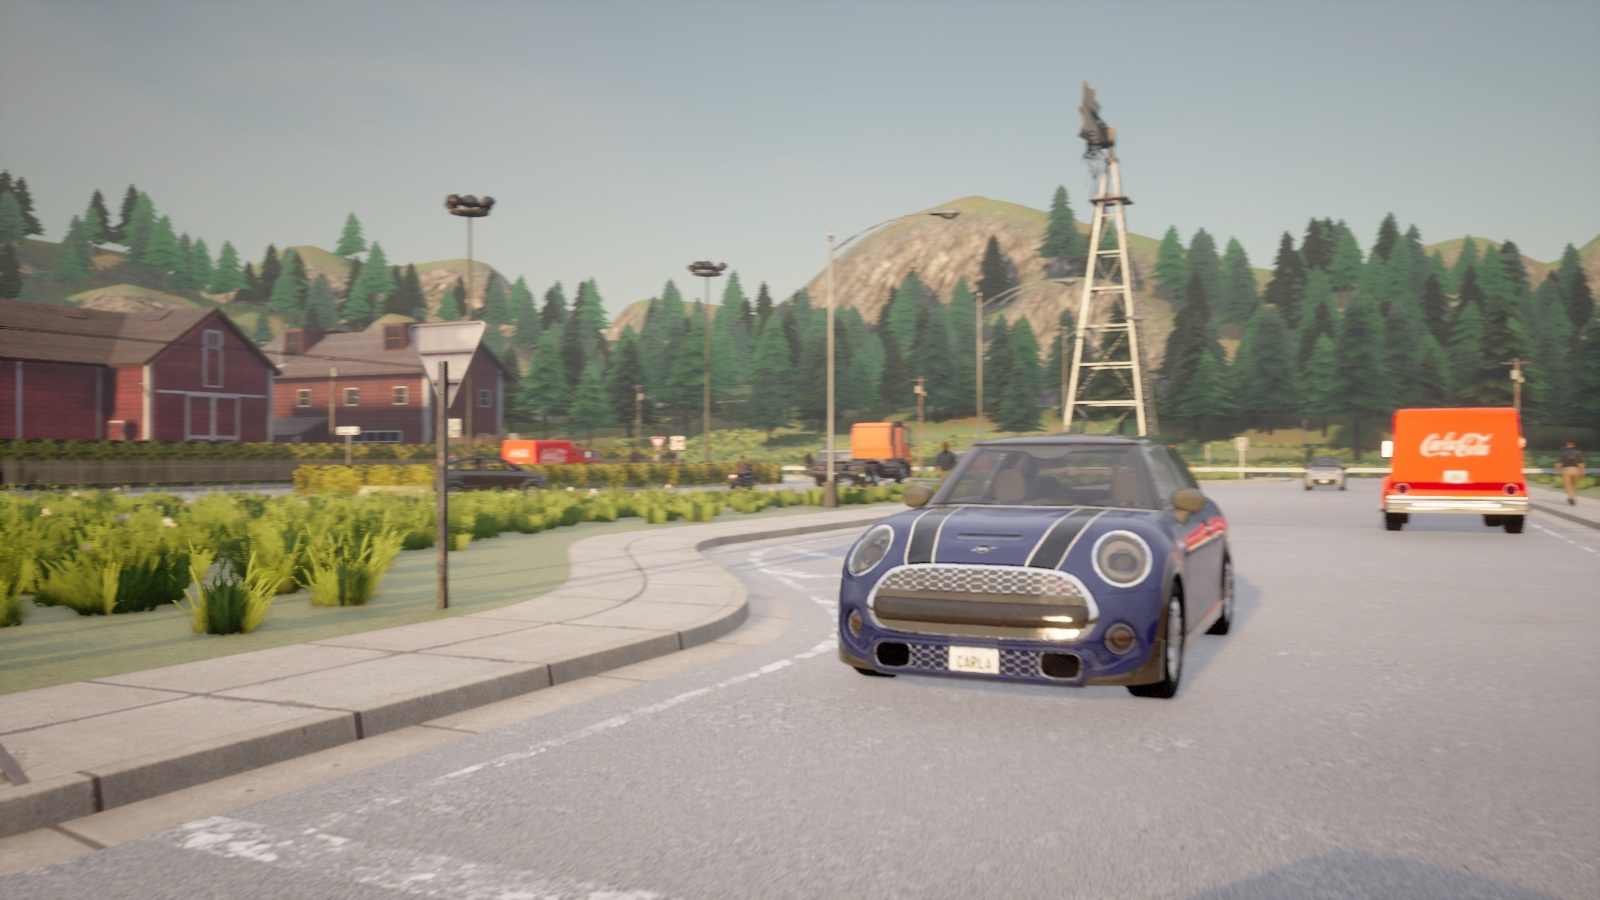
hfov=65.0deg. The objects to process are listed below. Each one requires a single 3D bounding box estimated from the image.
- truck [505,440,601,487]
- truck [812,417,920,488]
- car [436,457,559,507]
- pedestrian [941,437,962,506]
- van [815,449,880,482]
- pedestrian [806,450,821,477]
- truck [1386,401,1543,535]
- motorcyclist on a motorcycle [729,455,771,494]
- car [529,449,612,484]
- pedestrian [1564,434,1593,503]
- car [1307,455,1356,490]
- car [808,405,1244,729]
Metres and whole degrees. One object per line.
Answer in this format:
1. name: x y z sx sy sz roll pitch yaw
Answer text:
1. truck: -13.650 0.745 69.684 2.627 2.467 5.204 0 0 26
2. truck: 3.583 0.143 65.733 2.891 3.462 7.936 0 0 25
3. car: -10.059 1.027 41.728 3.705 1.549 1.789 0 0 -23
4. pedestrian: 4.077 0.586 33.813 0.370 1.835 0.726 0 0 24
5. van: 2.922 0.956 78.274 1.775 1.987 4.442 0 -1 -34
6. pedestrian: 0.935 0.909 84.924 0.634 1.844 0.899 0 0 -29
7. truck: 13.651 0.351 26.147 2.627 2.467 5.204 0 0 25
8. motorcyclist on a motorcycle: -2.115 1.031 53.711 0.766 1.649 2.350 0 -1 25
9. car: -13.995 0.998 77.028 2.150 2.045 5.566 0 0 26
10. pedestrian: 21.116 0.504 34.048 0.540 1.848 0.694 0 0 21
11. car: 23.697 0.982 55.939 1.845 1.501 3.633 0 0 25
12. car: 1.965 0.652 9.359 2.097 1.767 4.553 0 0 25
